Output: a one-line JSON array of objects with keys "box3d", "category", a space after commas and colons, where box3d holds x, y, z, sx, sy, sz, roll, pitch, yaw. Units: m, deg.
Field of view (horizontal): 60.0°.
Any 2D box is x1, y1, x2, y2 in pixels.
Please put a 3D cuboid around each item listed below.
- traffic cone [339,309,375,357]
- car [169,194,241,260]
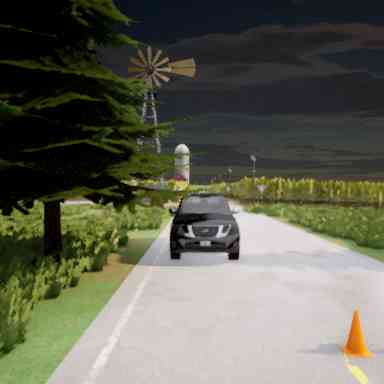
[{"box3d": [2.262, 1.906, 4.585, 0.340, 0.580, 0.340, 0, 1, 1], "category": "traffic cone"}, {"box3d": [0.420, 1.091, 12.207, 2.150, 2.045, 5.566, 0, 0, 1], "category": "car"}]
